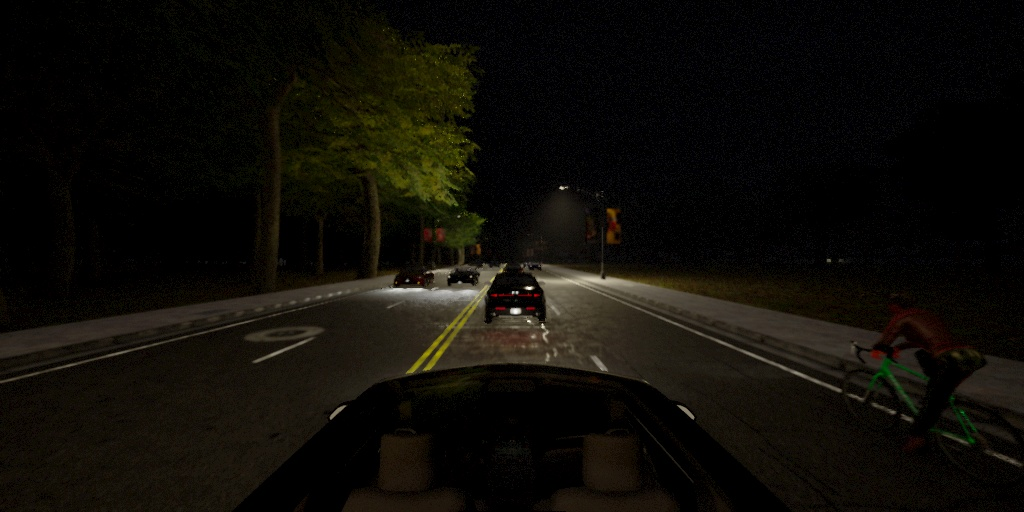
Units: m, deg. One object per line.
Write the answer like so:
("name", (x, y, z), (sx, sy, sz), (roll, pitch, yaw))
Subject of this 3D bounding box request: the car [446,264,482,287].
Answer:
("car", (-3.346, 1.414, 25.283), (1.895, 1.301, 4.718), (0, 0, 0))

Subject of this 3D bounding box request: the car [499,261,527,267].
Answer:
("car", (0.104, 1.360, 30.929), (1.812, 1.442, 4.674), (0, 0, 0))

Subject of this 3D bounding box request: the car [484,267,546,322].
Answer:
("car", (0.101, 1.282, 12.354), (1.837, 1.490, 4.892), (0, 0, 0))

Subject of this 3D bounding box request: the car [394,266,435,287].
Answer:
("car", (-6.595, 1.375, 24.582), (1.994, 1.385, 4.181), (0, 0, 0))

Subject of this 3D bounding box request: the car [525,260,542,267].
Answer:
("car", (3.355, 1.542, 53.965), (1.895, 1.301, 4.718), (0, 0, 0))

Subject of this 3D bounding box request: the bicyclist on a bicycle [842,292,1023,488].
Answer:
("bicyclist on a bicycle", (4.143, 1.208, 3.685), (0.582, 1.620, 1.656), (0, 0, 0))
